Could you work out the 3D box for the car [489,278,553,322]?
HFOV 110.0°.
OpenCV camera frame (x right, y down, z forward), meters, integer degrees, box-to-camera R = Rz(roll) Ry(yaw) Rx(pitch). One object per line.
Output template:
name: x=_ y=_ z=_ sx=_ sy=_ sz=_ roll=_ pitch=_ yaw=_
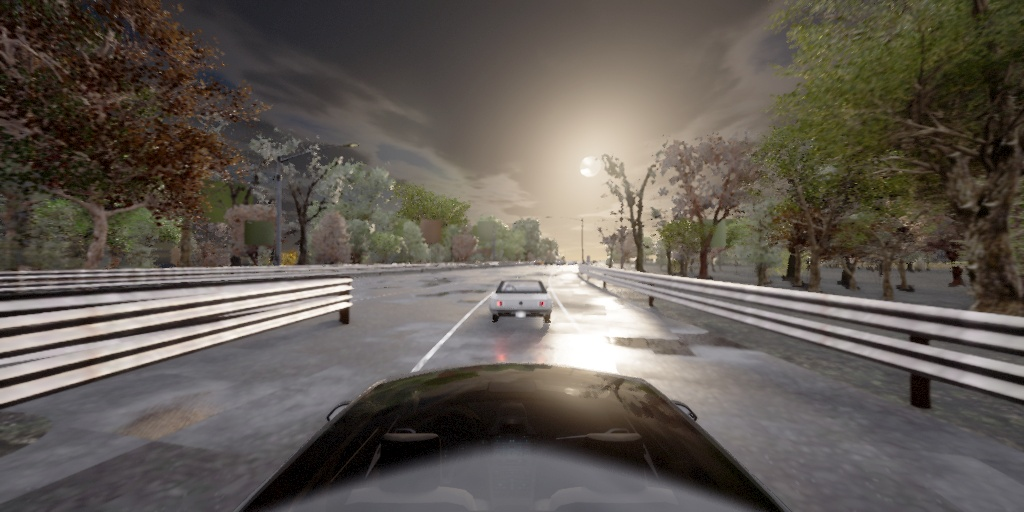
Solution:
car: x=0.341 y=1.430 z=12.627 sx=1.895 sy=1.301 sz=4.718 roll=0 pitch=0 yaw=2
